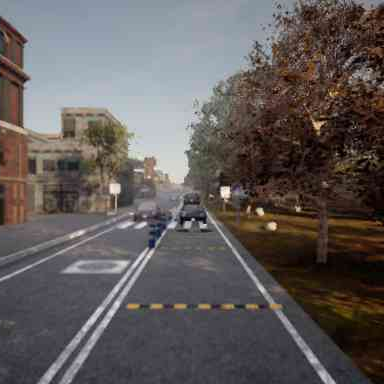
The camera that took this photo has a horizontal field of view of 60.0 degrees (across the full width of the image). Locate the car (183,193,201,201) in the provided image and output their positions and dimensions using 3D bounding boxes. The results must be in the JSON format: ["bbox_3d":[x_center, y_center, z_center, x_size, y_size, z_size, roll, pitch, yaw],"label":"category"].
[{"bbox_3d":[-0.028,1.139,43.369,2.150,2.045,5.566,0,0,0],"label":"car"}]

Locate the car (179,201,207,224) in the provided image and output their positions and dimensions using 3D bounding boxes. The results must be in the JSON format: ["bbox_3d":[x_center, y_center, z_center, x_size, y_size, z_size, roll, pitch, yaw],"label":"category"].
[{"bbox_3d":[0.068,1.578,24.677,1.895,1.301,4.718,0,0,0],"label":"car"}]

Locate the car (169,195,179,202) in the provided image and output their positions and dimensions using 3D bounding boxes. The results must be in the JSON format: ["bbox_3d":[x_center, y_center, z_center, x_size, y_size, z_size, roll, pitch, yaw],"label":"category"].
[{"bbox_3d":[-3.621,1.314,67.188,2.128,1.511,4.902,0,0,-1],"label":"car"}]

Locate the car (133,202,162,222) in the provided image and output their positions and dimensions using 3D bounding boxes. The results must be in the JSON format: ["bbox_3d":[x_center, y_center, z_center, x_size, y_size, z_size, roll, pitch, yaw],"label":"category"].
[{"bbox_3d":[-3.384,1.488,26.000,1.812,1.442,4.674,0,0,0],"label":"car"}]
